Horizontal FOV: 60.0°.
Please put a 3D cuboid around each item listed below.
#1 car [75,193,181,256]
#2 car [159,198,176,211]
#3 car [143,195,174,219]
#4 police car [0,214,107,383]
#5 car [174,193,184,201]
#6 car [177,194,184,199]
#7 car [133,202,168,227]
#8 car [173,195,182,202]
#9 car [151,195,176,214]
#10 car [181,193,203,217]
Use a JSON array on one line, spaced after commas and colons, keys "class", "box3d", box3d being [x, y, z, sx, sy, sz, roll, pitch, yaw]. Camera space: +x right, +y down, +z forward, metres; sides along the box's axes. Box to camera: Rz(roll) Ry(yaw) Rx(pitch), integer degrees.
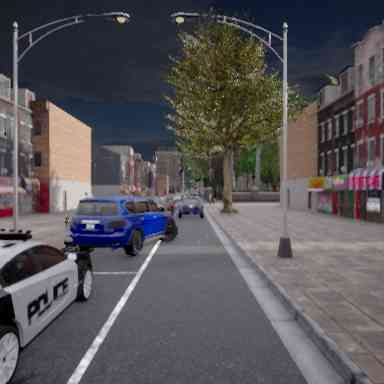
[{"class": "car", "box3d": [-2.466, 1.182, 13.191, 2.150, 2.045, 5.566, 0, 0, 17]}, {"class": "car", "box3d": [-2.859, 1.464, 40.011, 1.802, 1.307, 4.206, 0, 0, 0]}, {"class": "car", "box3d": [-2.796, 1.228, 28.787, 2.192, 1.841, 5.009, 0, 0, 0]}, {"class": "police car", "box3d": [-3.038, 1.408, 5.283, 1.930, 1.638, 5.238, 0, 0, 0]}, {"class": "car", "box3d": [-3.087, 1.104, 77.832, 2.192, 1.841, 5.009, 0, 0, 0]}, {"class": "car", "box3d": [-3.170, 1.303, 93.643, 2.008, 1.369, 4.403, 0, 0, 0]}, {"class": "car", "box3d": [-2.765, 1.474, 23.176, 1.887, 1.381, 4.507, 0, 0, 0]}, {"class": "car", "box3d": [-3.053, 1.327, 72.395, 1.752, 1.417, 4.829, 0, 0, 0]}, {"class": "car", "box3d": [-2.828, 1.212, 34.399, 2.192, 1.841, 5.009, 0, 0, 0]}, {"class": "car", "box3d": [-0.090, 1.261, 29.633, 2.097, 1.767, 4.553, 0, 0, 0]}]
